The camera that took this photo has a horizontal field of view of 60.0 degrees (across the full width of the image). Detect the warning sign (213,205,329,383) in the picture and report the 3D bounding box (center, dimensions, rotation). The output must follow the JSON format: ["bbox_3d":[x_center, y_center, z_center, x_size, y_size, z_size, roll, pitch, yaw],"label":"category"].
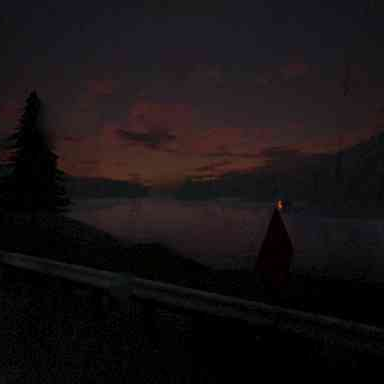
[{"bbox_3d":[1.074,1.130,4.370,1.060,1.860,1.300,-1,0,36],"label":"warning sign"}]
